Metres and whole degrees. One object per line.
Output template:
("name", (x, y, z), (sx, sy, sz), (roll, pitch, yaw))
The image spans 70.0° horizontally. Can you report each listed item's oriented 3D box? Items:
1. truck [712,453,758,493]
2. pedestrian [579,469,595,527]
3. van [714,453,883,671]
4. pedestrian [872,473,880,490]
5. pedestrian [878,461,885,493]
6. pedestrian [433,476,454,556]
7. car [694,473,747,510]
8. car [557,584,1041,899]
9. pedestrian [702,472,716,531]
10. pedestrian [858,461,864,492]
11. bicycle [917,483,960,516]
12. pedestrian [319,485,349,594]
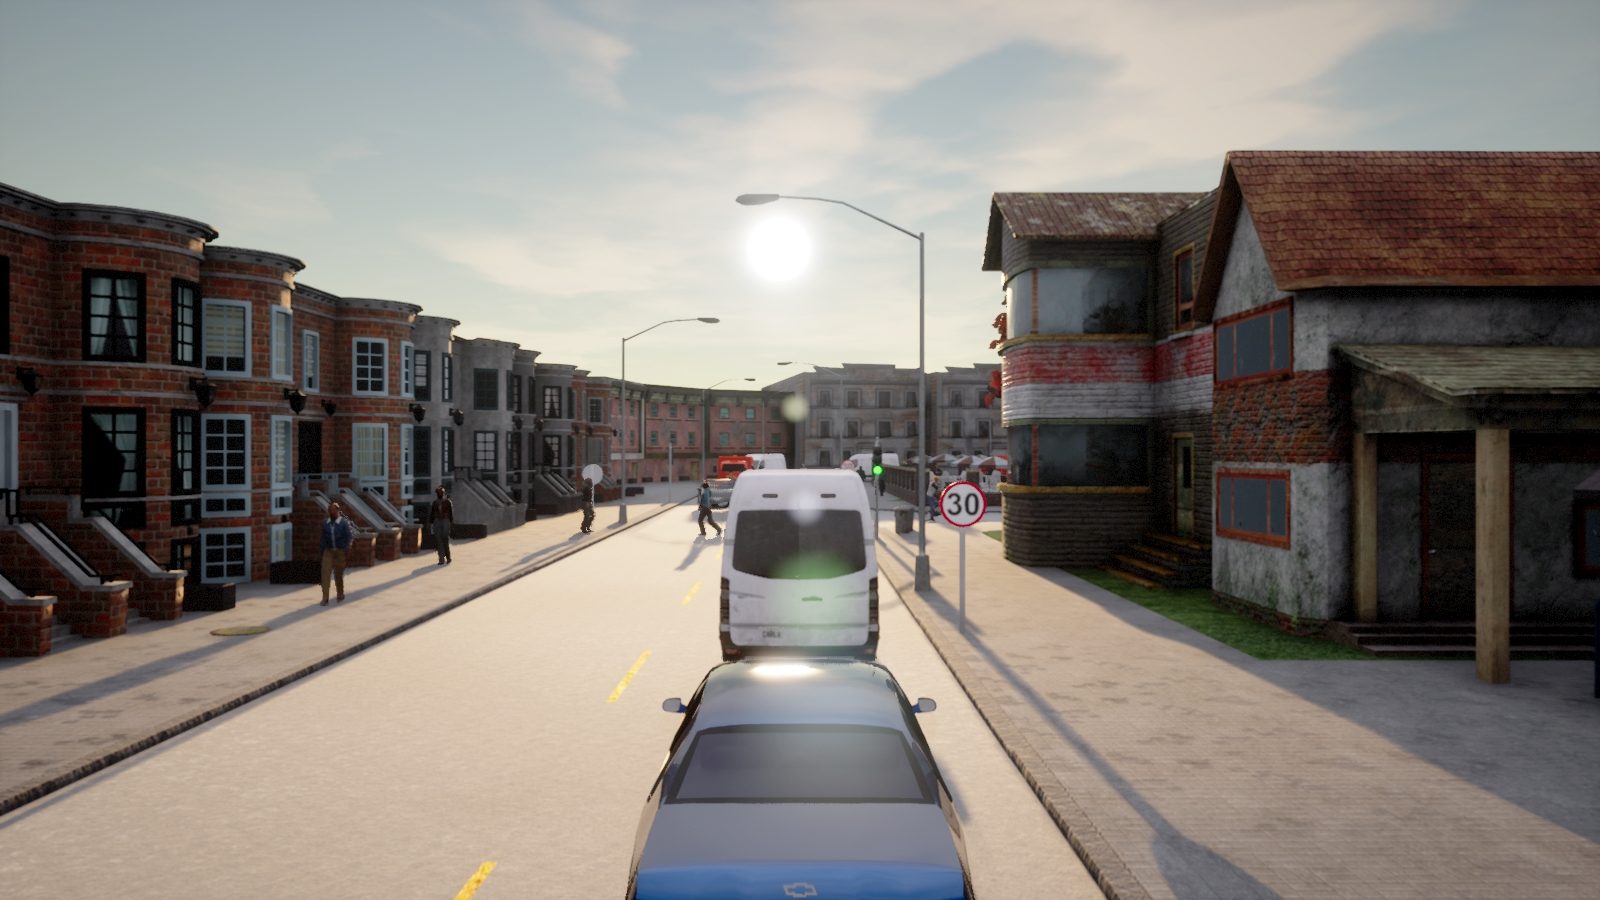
("truck", (-4.084, 1.397, 72.217), (2.627, 2.467, 5.204), (0, 0, 0))
("pedestrian", (-6.882, 1.552, 36.865), (0.375, 1.860, 0.375), (0, 0, 15))
("van", (-0.015, 1.326, 16.415), (1.988, 2.561, 5.915), (0, 0, 0))
("pedestrian", (4.713, 1.954, 71.061), (0.500, 1.100, 0.500), (0, 0, 0))
("pedestrian", (4.716, 1.561, 65.827), (0.375, 1.860, 0.375), (0, 0, -1))
("pedestrian", (-8.390, 1.543, 26.869), (0.375, 1.860, 0.375), (0, 0, 2))
("car", (-3.700, 1.863, 52.372), (2.128, 1.511, 4.902), (0, 0, -8))
("car", (-0.006, 1.892, 7.472), (2.033, 1.411, 5.357), (0, 0, 0))
("pedestrian", (-2.940, 1.654, 36.901), (0.375, 1.860, 0.375), (0, 0, 15))
("pedestrian", (3.604, 1.562, 67.592), (0.375, 1.860, 0.375), (0, 0, 1))
("bicycle", (5.504, 1.967, 45.412), (1.643, 1.296, 0.373), (0, 0, 4))
("pedestrian", (-8.090, 1.540, 19.848), (0.375, 1.860, 0.375), (0, 0, -1))
